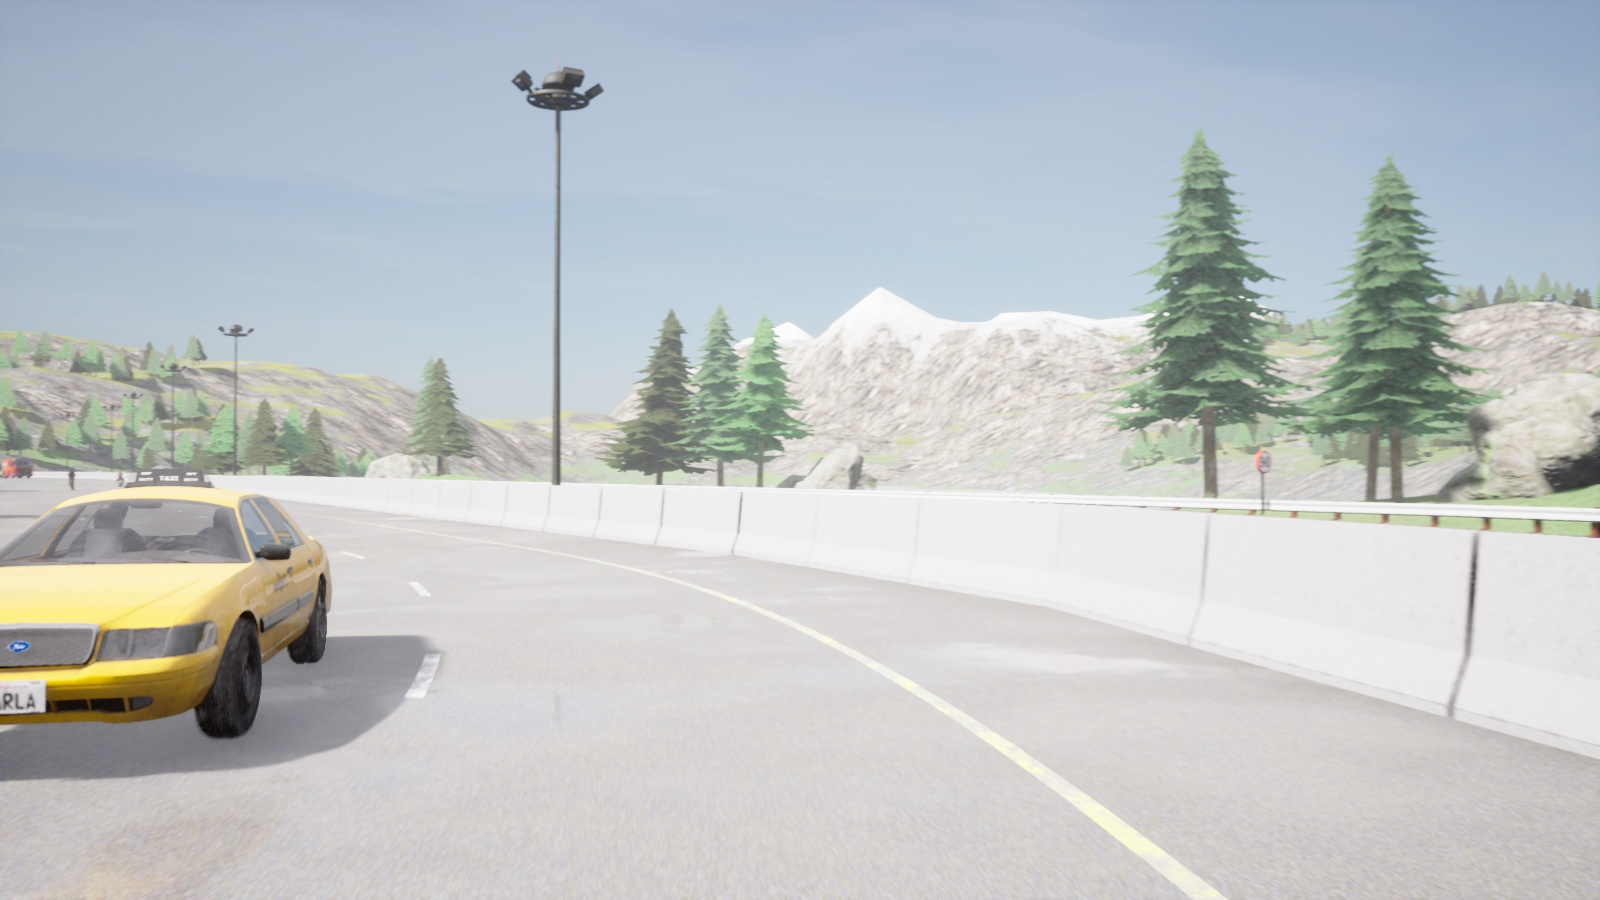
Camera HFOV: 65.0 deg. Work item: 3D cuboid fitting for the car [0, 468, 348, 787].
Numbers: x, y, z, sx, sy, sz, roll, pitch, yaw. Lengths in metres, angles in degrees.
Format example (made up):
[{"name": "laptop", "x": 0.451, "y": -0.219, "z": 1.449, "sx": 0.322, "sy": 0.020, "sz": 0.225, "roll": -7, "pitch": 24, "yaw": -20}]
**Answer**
[{"name": "car", "x": -4.494, "y": 0.936, "z": 8.899, "sx": 1.801, "sy": 1.575, "sz": 5.366, "roll": 0, "pitch": -1, "yaw": -13}]
